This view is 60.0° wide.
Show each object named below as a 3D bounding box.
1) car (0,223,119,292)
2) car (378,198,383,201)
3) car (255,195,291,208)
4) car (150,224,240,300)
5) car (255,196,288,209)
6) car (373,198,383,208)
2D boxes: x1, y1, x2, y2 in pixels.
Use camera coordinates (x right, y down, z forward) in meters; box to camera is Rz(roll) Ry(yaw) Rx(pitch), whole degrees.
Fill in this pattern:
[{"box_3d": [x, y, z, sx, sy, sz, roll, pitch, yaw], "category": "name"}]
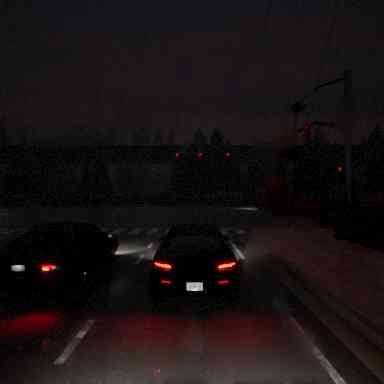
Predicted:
[{"box_3d": [-3.429, 1.547, 9.069, 2.033, 1.411, 5.357, 0, 0, 0], "category": "car"}, {"box_3d": [25.446, 1.477, 43.348, 5.008, 1.535, 1.882, 0, 0, 0], "category": "car"}, {"box_3d": [11.309, 1.351, 46.904, 4.553, 1.767, 2.097, 0, 0, 0], "category": "car"}, {"box_3d": [0.064, 1.526, 8.251, 1.812, 1.442, 4.674, 0, 0, 0], "category": "car"}, {"box_3d": [10.352, 1.564, 43.409, 4.181, 1.385, 1.994, 0, 0, 0], "category": "car"}, {"box_3d": [28.062, 1.564, 46.839, 4.181, 1.385, 1.994, 0, 0, 0], "category": "car"}]
